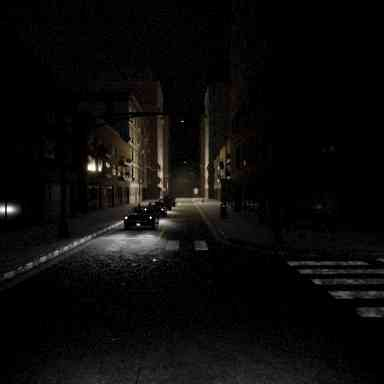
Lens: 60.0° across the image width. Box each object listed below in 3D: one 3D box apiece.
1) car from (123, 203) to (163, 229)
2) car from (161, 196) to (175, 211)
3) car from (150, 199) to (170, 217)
[{"bbox_3d":[-3.185,1.596,21.733,1.895,1.301,4.718,0,0,-1],"label":"car"},{"bbox_3d":[-3.444,1.547,40.179,1.994,1.385,4.181,0,0,0],"label":"car"},{"bbox_3d":[-3.324,1.591,30.905,1.895,1.301,4.718,0,0,-1],"label":"car"}]
